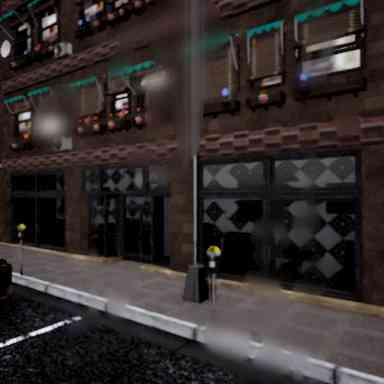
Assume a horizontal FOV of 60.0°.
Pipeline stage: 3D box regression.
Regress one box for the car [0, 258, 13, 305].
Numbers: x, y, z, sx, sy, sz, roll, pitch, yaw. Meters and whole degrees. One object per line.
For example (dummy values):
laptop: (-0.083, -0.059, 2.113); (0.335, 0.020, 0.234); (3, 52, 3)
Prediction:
car: (-5.259, 1.530, 6.636); (4.313, 1.339, 1.947); (0, 0, 36)
